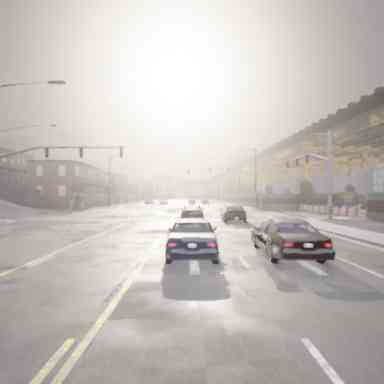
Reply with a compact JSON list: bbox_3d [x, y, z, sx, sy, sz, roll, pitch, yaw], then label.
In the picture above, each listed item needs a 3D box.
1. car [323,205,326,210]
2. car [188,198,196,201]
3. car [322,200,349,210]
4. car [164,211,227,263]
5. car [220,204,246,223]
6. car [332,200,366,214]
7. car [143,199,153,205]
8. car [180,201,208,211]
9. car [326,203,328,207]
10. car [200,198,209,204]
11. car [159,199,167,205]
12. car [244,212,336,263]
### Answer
[{"bbox_3d":[19.440,1.920,44.993,2.038,1.542,4.974,-1,-1,44],"label":"car"},{"bbox_3d":[0.013,2.433,87.299,2.033,1.411,5.357,0,-1,0],"label":"car"},{"bbox_3d":[19.476,1.763,45.033,1.853,1.218,4.536,-1,-1,44],"label":"car"},{"bbox_3d":[0.012,1.679,12.506,2.033,1.411,5.357,0,-1,0],"label":"car"},{"bbox_3d":[3.524,1.805,28.501,1.837,1.490,4.892,0,0,0],"label":"car"},{"bbox_3d":[19.482,1.715,40.345,1.853,1.218,4.536,0,-1,-36],"label":"car"},{"bbox_3d":[-10.488,2.368,81.000,1.812,1.442,4.674,0,-1,0],"label":"car"},{"bbox_3d":[0.024,1.791,28.507,2.128,1.511,4.902,0,0,0],"label":"car"},{"bbox_3d":[19.451,1.873,40.385,2.038,1.542,4.974,0,-1,-36],"label":"car"},{"bbox_3d":[3.513,2.505,87.649,1.895,1.301,4.718,0,-1,0],"label":"car"},{"bbox_3d":[-6.988,2.383,80.999,2.033,1.411,5.357,0,-1,0],"label":"car"},{"bbox_3d":[3.512,1.679,12.506,2.033,1.411,5.357,0,-1,0],"label":"car"}]
